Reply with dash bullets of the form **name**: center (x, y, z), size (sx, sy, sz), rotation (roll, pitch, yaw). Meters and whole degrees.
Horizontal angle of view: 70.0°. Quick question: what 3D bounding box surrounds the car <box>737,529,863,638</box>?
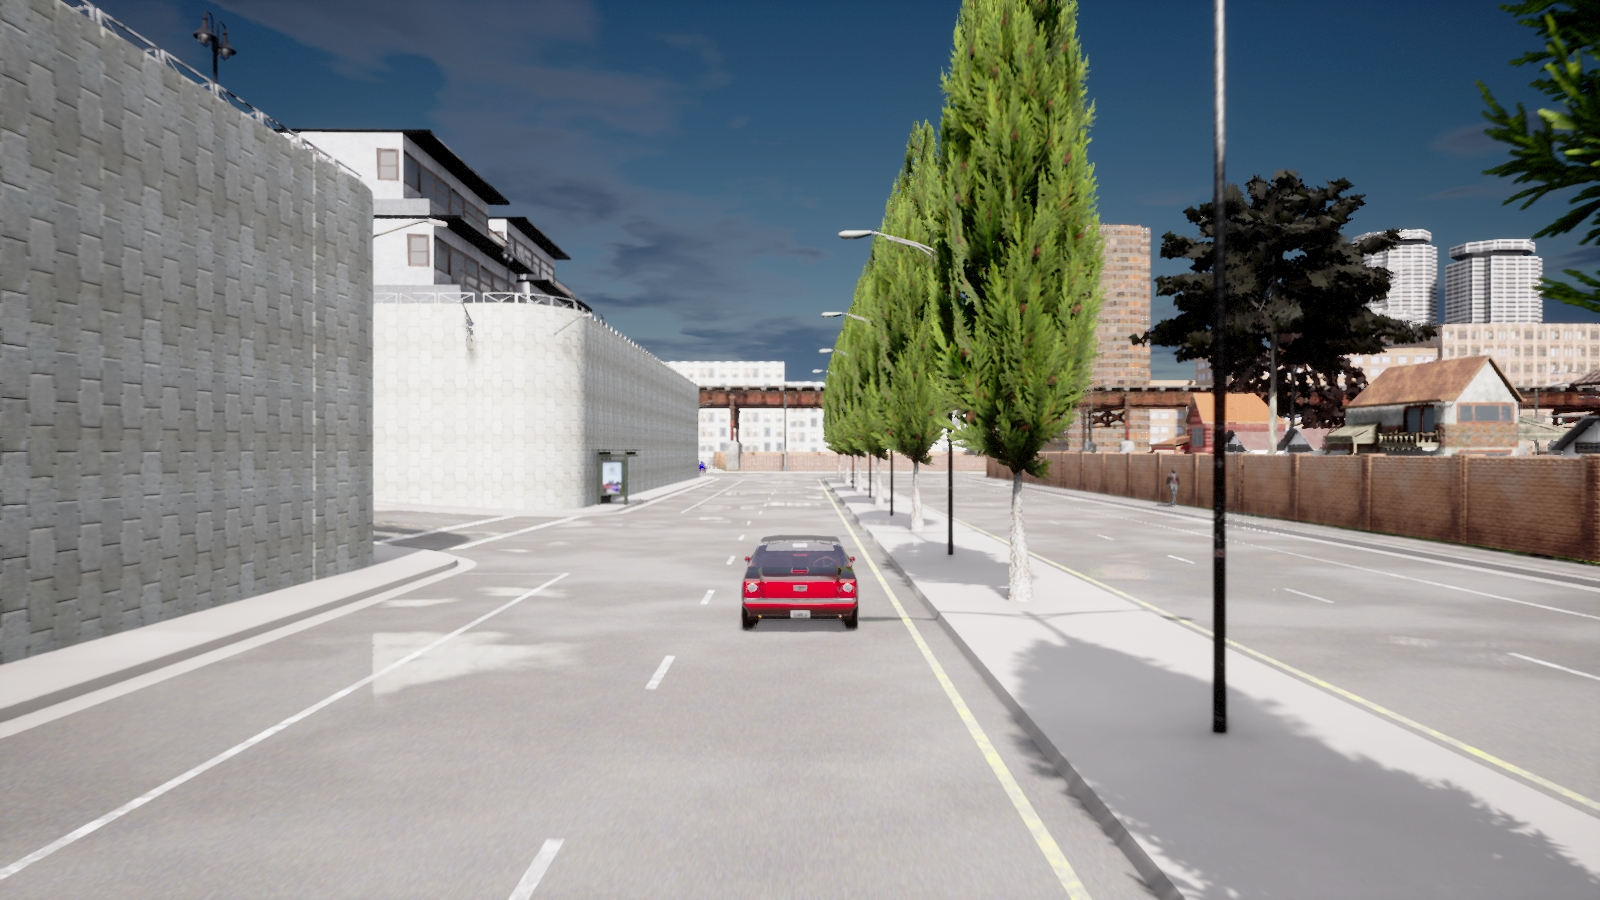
- **car**: center (0.000, 2.155, 19.442), size (1.895, 1.301, 4.718), rotation (0, 0, 0)

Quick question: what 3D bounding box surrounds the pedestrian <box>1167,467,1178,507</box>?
- **pedestrian**: center (17.149, 1.698, 52.638), size (0.375, 1.860, 0.375), rotation (0, 0, 1)
